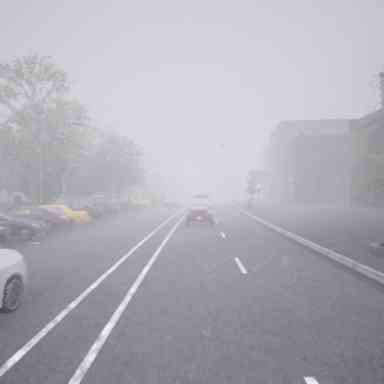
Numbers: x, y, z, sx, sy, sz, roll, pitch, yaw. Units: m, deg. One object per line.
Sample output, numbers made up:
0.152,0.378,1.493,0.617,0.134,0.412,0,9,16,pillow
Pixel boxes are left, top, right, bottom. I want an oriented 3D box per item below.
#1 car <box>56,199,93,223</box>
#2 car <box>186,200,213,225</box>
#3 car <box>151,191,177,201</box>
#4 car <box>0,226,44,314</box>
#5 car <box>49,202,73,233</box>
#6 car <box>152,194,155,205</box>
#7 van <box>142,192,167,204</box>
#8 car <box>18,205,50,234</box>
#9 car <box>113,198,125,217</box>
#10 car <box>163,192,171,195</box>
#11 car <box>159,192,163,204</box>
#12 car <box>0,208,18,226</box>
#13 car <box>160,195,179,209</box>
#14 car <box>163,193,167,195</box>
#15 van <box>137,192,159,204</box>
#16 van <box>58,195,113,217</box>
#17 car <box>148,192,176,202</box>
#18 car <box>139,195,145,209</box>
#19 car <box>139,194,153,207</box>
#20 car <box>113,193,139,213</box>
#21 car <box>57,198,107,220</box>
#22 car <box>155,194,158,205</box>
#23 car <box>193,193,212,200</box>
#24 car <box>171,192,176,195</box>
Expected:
-9.313,1.489,21.158,5.366,1.575,1.946,-1,0,-19,car
0.534,1.523,23.848,1.812,1.442,4.674,0,0,2,car
-6.306,0.958,74.501,5.566,2.045,2.435,-1,1,-16,car
-4.208,1.522,4.903,1.812,1.442,4.674,0,0,0,car
-9.210,1.529,18.247,4.674,1.452,2.002,-1,0,-19,car
-8.225,1.429,44.909,5.366,1.575,1.946,-1,1,-17,car
-7.097,1.089,62.659,4.442,1.987,1.878,-1,1,-17,van
-9.266,1.528,15.299,4.674,1.452,2.002,0,-1,-19,car
-8.814,1.518,30.126,4.674,1.452,2.002,-1,0,-18,car
-7.195,1.085,59.733,5.566,2.045,2.435,-1,1,-17,car
-7.546,1.253,53.826,4.553,1.767,2.185,-1,0,-17,car
-9.345,1.526,12.346,4.674,1.452,2.002,-1,0,-19,car
-2.813,1.462,45.130,1.812,1.442,4.674,0,0,3,car
-7.347,1.358,56.795,5.008,1.535,2.097,-1,0,-17,car
-7.802,1.172,50.837,4.442,1.987,1.878,-1,1,-17,van
-9.046,1.259,27.114,4.442,1.987,1.878,-1,0,-18,van
-6.434,0.984,71.575,5.566,2.045,2.435,-1,0,-17,car
-8.392,1.455,39.030,4.892,1.521,2.231,-1,0,-17,car
-8.043,1.437,42.052,5.366,1.575,1.946,-1,0,-17,car
-8.511,1.338,36.068,4.553,1.767,2.185,-1,0,-17,car
-9.034,1.487,24.185,5.008,1.535,2.097,-1,0,-18,car
-7.895,1.443,47.910,4.792,1.488,2.163,-1,1,-17,car
1.315,1.172,41.126,2.150,2.045,5.566,0,0,3,car
-6.465,1.256,68.677,5.366,1.575,1.946,-1,0,-17,car
